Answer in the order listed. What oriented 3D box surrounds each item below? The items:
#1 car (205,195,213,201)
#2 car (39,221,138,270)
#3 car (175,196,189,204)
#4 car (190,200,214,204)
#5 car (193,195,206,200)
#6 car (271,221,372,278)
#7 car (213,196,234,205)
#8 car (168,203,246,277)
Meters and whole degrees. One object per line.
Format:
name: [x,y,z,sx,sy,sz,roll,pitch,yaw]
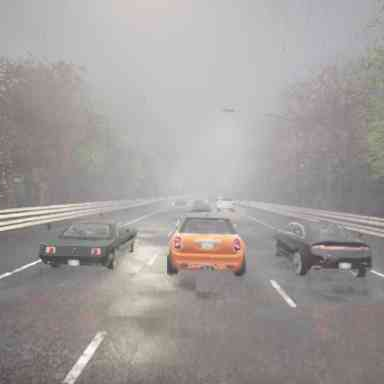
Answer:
car: [5.222,1.913,84.266,2.150,2.045,5.566,2,0,1]
car: [-3.062,1.593,10.990,1.895,1.301,4.718,2,0,1]
car: [-2.133,1.928,64.254,1.994,1.385,4.181,2,0,1]
car: [0.735,1.723,27.992,1.837,1.490,4.892,2,0,1]
car: [1.541,2.004,74.233,1.882,1.535,5.008,2,0,1]
car: [3.940,1.681,10.873,2.128,1.511,4.902,2,0,1]
car: [4.557,1.665,45.975,2.150,2.045,5.566,2,0,1]
car: [0.443,1.442,10.833,2.097,1.767,4.553,2,0,1]
